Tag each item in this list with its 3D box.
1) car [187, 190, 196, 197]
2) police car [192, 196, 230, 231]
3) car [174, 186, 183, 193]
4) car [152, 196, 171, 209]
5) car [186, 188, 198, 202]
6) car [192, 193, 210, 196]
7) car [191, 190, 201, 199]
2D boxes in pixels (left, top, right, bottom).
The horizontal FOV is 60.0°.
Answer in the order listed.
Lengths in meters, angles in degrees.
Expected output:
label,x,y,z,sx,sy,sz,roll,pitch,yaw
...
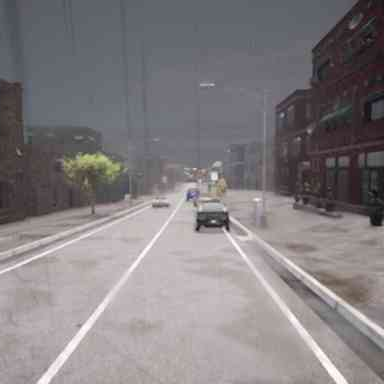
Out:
label,x,y,z,sx,sy,sz,roll,pitch,yaw
car,-0.092,0.225,70.228,1.812,1.442,4.674,0,1,0
police car,1.116,1.286,19.670,1.930,1.638,5.238,0,1,0
car,-3.178,-0.509,78.794,2.150,2.045,5.566,0,1,0
car,-3.459,1.146,38.062,1.895,1.301,4.718,0,1,0
car,0.182,0.426,53.317,2.150,2.045,5.566,0,1,0
car,1.153,1.167,29.753,1.801,1.575,5.366,0,1,0
car,1.174,0.953,35.534,2.097,1.767,4.553,0,1,0
